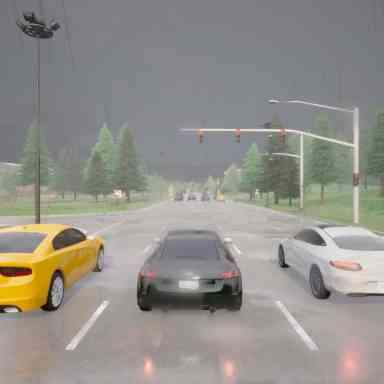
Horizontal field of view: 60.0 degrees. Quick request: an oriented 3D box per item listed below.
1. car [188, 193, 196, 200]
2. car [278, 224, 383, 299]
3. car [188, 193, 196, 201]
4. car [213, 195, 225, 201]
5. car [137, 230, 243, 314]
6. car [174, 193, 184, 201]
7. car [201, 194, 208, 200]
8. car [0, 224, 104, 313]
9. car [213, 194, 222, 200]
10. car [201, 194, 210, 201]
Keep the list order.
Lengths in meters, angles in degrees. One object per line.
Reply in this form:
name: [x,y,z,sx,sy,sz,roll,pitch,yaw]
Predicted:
car: [0.006,1.187,92.081,2.097,1.767,4.553,0,0,0]
car: [3.519,1.526,8.305,1.812,1.442,4.674,0,0,1]
car: [0.005,1.347,82.078,2.097,1.767,4.553,0,0,0]
car: [7.005,1.469,81.691,1.882,1.535,5.008,0,0,0]
car: [0.002,1.564,7.732,1.994,1.385,4.181,0,0,2]
car: [-3.495,1.587,82.138,1.895,1.301,4.718,0,0,0]
car: [3.506,1.332,92.111,1.837,1.490,4.892,0,0,0]
car: [-3.487,1.478,7.761,1.882,1.535,5.008,0,0,0]
car: [7.006,1.385,92.111,1.994,1.385,4.181,0,0,0]
car: [3.505,1.545,82.108,1.994,1.385,4.181,0,0,0]
